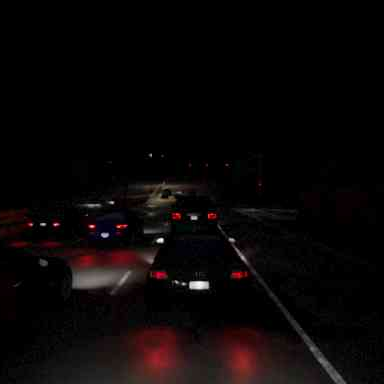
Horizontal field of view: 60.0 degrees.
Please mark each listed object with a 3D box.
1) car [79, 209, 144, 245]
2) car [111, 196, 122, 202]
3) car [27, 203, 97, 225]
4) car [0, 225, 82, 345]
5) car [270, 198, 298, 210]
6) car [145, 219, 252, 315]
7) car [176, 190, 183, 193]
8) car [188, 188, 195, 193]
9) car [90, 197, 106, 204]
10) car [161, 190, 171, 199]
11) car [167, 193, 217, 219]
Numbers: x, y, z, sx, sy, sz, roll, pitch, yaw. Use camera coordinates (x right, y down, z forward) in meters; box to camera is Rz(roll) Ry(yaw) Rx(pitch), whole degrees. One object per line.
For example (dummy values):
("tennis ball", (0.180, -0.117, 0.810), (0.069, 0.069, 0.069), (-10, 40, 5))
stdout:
("car", (-3.408, 1.524, 15.368), (1.812, 1.442, 4.674), (0, 0, 0))
("car", (-17.591, 1.516, 77.537), (1.895, 1.301, 4.718), (0, 1, 0))
("car", (-6.899, 1.545, 17.820), (2.033, 1.411, 5.357), (0, 0, -1))
("car", (-3.406, 1.525, 5.095), (1.812, 1.442, 4.674), (0, 0, 0))
("car", (12.653, 1.472, 42.859), (5.008, 1.535, 1.882), (0, 0, 0))
("car", (0.102, 1.563, 7.682), (1.994, 1.385, 4.181), (0, 0, -1))
("car", (-3.649, 1.059, 87.183), (1.812, 1.442, 4.674), (0, 3, 0))
("car", (-0.147, 0.782, 86.800), (2.150, 2.045, 5.566), (0, 3, 0))
("car", (-17.568, 1.592, 62.097), (1.895, 1.301, 4.718), (0, 0, 1))
("car", (-7.149, 1.059, 87.162), (1.812, 1.442, 4.674), (0, 3, 0))
("car", (0.091, 1.219, 17.086), (2.150, 2.045, 5.566), (0, 0, 0))
